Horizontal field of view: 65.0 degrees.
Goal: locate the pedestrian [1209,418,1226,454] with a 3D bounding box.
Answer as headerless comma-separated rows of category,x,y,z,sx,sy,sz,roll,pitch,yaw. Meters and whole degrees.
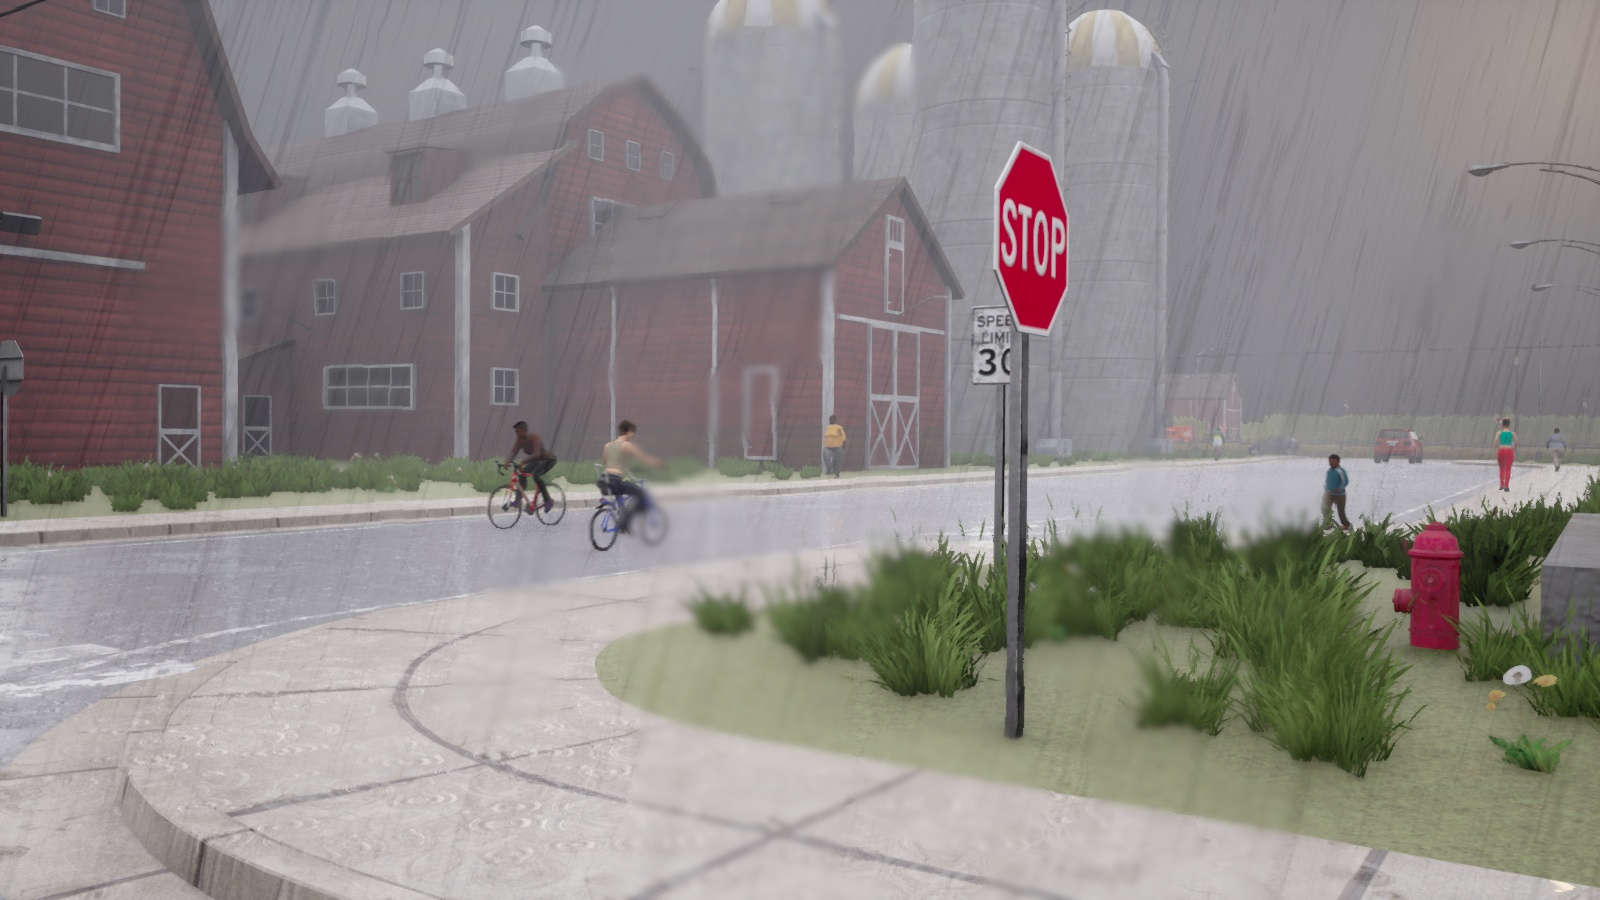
pedestrian,22.846,-0.758,68.682,0.659,1.952,0.873,0,1,36

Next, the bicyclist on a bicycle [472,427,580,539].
bicyclist on a bicycle,-4.137,0.461,19.065,0.582,1.620,1.656,0,1,33

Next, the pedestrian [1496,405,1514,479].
pedestrian,17.816,-0.208,31.721,0.345,1.836,0.594,0,1,33

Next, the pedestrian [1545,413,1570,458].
pedestrian,31.382,-0.608,52.049,0.874,1.855,0.900,0,1,30

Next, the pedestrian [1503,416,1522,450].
pedestrian,39.102,-0.908,68.902,0.874,1.855,0.900,0,1,34

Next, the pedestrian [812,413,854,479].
pedestrian,0.946,-0.114,36.039,0.874,1.855,0.900,0,1,32

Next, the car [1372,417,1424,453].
car,35.622,-0.893,74.757,2.150,2.045,5.566,0,1,32

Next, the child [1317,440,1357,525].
child,7.638,0.454,17.872,0.448,1.192,0.343,-1,1,-37

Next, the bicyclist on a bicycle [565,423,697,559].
bicyclist on a bicycle,-2.091,0.472,15.697,0.866,1.612,1.509,0,1,32
